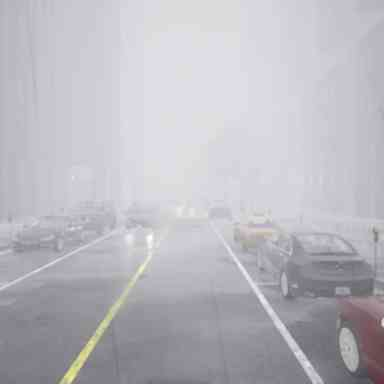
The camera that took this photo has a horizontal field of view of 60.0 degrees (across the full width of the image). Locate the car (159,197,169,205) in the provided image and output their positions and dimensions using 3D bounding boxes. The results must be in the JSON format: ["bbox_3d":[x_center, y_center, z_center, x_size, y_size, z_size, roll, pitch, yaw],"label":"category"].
[{"bbox_3d":[-5.790,1.864,69.909,1.752,1.417,4.829,0,0,0],"label":"car"}]

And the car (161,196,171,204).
[{"bbox_3d":[-5.792,1.810,75.698,1.967,1.590,4.097,0,0,0],"label":"car"}]

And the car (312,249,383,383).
[{"bbox_3d":[2.762,1.557,2.669,1.887,1.381,4.507,0,0,0],"label":"car"}]

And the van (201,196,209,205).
[{"bbox_3d":[2.735,1.681,70.089,1.690,1.788,3.998,0,0,0],"label":"van"}]

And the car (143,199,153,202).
[{"bbox_3d":[-5.776,1.734,36.367,1.947,1.339,4.313,0,0,0],"label":"car"}]

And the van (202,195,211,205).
[{"bbox_3d":[2.744,1.565,47.616,1.690,1.788,3.998,0,0,0],"label":"van"}]

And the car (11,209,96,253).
[{"bbox_3d":[-5.767,1.612,13.892,2.008,1.369,4.403,0,0,0],"label":"car"}]

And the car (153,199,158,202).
[{"bbox_3d":[-5.779,1.720,41.815,1.752,1.417,4.829,0,0,0],"label":"car"}]

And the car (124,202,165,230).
[{"bbox_3d":[-3.106,1.647,22.169,2.033,1.411,5.357,0,0,0],"label":"car"}]

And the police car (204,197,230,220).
[{"bbox_3d":[2.356,1.558,29.306,1.930,1.638,5.238,0,0,0],"label":"police car"}]

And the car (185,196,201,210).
[{"bbox_3d":[-0.006,1.751,48.006,1.812,1.442,4.674,0,0,0],"label":"car"}]

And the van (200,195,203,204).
[{"bbox_3d":[2.739,1.622,58.853,1.690,1.788,3.998,0,0,0],"label":"van"}]

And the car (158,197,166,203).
[{"bbox_3d":[-5.783,1.818,53.223,1.947,1.339,4.313,0,0,0],"label":"car"}]

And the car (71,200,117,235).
[{"bbox_3d":[-5.770,1.402,19.511,2.192,1.841,5.009,0,0,0],"label":"car"}]

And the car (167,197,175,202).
[{"bbox_3d":[-5.799,2.013,92.553,2.008,1.369,4.403,0,0,0],"label":"car"}]

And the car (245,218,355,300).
[{"bbox_3d":[2.760,1.587,8.281,2.008,1.369,4.403,0,0,0],"label":"car"}]

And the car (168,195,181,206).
[{"bbox_3d":[-3.039,1.868,63.616,2.033,1.411,5.357,0,0,0],"label":"car"}]

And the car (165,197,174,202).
[{"bbox_3d":[-5.797,1.982,86.935,2.008,1.369,4.403,0,0,0],"label":"car"}]

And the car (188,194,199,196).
[{"bbox_3d":[-0.025,1.461,68.233,2.150,2.045,5.566,0,0,0],"label":"car"}]

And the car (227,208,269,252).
[{"bbox_3d":[2.758,1.588,14.076,1.752,1.417,4.829,0,0,0],"label":"car"}]

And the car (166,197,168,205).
[{"bbox_3d":[-5.785,1.847,58.841,1.947,1.339,4.313,0,0,0],"label":"car"}]
